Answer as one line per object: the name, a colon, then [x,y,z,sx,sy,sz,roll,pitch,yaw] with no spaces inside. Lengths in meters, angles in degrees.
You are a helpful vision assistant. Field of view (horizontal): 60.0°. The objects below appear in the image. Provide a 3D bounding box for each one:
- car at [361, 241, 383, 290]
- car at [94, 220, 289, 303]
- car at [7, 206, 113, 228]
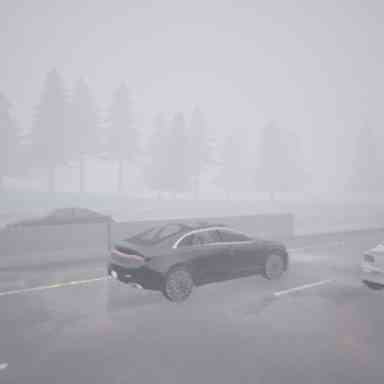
car: [5.802,1.547,7.795,4.674,1.442,1.812,0,0,-34]
car: [0.375,1.502,8.290,4.902,1.511,2.128,0,0,-35]
car: [-6.411,1.485,16.565,5.008,1.535,1.882,0,0,-35]
